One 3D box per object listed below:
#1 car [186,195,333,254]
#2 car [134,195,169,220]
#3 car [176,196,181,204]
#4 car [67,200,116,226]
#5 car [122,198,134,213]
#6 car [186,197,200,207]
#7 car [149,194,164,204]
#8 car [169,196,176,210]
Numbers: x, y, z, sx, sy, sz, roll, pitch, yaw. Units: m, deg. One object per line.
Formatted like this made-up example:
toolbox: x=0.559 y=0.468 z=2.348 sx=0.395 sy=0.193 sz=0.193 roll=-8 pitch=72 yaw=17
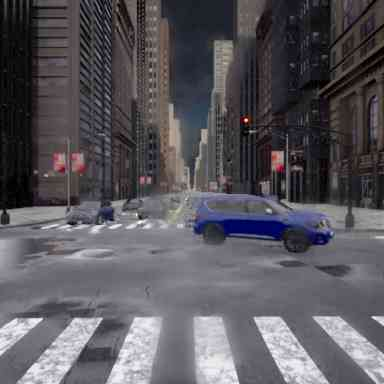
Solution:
car: x=2.666 y=1.152 z=13.482 sx=5.566 sy=2.045 sz=2.150 roll=0 pitch=2 yaw=31
car: x=-3.280 y=1.339 z=27.962 sx=2.097 sy=1.767 sz=4.553 roll=0 pitch=0 yaw=-1
car: x=-3.201 y=1.505 z=62.912 sx=1.994 sy=1.385 sz=4.181 roll=0 pitch=0 yaw=0
car: x=-6.899 y=1.342 z=23.190 sx=2.097 sy=1.767 sz=4.553 roll=0 pitch=0 yaw=4
car: x=-6.566 y=1.482 z=37.332 sx=1.837 sy=1.490 sz=4.892 roll=0 pitch=0 yaw=0
car: x=0.147 y=1.510 z=50.679 sx=2.033 sy=1.411 sz=5.357 roll=0 pitch=0 yaw=0
car: x=-6.472 y=1.296 z=60.969 sx=2.097 sy=1.767 sz=4.553 roll=0 pitch=0 yaw=0
car: x=-3.313 y=1.500 z=41.568 sx=1.812 sy=1.442 sz=4.674 roll=0 pitch=0 yaw=0
